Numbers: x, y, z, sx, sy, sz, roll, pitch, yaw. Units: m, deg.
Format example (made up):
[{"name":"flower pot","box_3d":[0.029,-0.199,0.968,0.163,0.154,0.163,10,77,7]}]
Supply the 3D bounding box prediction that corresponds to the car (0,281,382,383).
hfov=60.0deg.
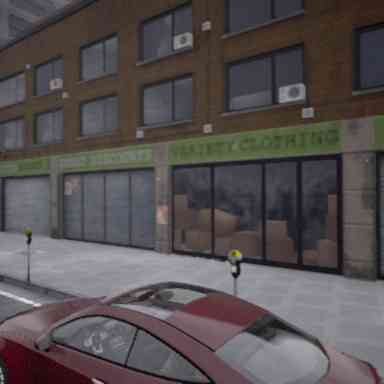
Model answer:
[{"name":"car","box_3d":[-0.429,1.593,3.271,4.206,1.307,1.802,0,0,36]}]
